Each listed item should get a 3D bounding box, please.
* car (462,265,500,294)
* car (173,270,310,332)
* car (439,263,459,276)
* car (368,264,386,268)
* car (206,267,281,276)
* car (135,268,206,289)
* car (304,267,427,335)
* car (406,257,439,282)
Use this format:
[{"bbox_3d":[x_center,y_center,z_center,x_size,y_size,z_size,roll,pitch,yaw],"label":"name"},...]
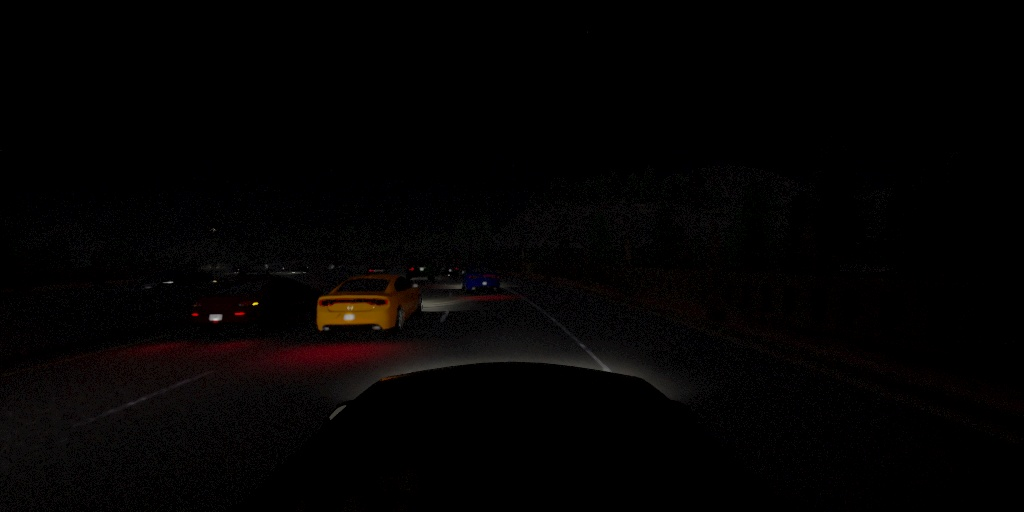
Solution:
[{"bbox_3d":[-1.906,1.298,21.311,1.882,1.535,5.008,0,0,-11],"label":"car"},{"bbox_3d":[-7.525,1.358,11.146,1.812,1.442,4.674,0,0,-5],"label":"car"},{"bbox_3d":[-7.269,1.499,39.753,1.994,1.385,4.181,-1,0,-22],"label":"car"},{"bbox_3d":[-12.016,1.448,32.146,2.128,1.511,4.902,0,0,-18],"label":"car"},{"bbox_3d":[-16.734,1.562,22.690,1.895,1.301,4.718,0,0,-14],"label":"car"},{"bbox_3d":[-20.120,1.480,21.686,2.128,1.511,4.902,0,0,-14],"label":"car"},{"bbox_3d":[-3.993,1.281,10.823,1.882,1.535,5.008,0,0,-5],"label":"car"},{"bbox_3d":[-7.705,1.128,30.224,2.150,2.045,5.566,0,0,-16],"label":"car"}]
